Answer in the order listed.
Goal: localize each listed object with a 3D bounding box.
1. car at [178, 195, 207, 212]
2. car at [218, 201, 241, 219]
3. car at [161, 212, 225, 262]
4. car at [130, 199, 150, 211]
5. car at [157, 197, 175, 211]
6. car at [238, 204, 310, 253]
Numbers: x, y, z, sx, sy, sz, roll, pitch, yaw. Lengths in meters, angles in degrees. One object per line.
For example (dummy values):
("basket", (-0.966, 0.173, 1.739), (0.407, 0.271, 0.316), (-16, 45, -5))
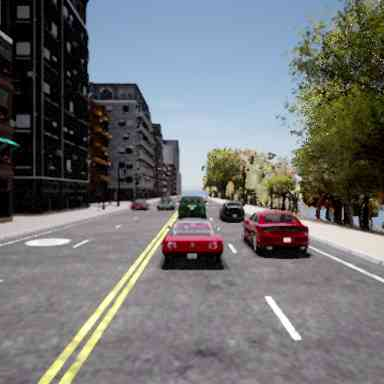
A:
("car", (0.033, 1.267, 26.686), (2.150, 2.045, 5.566), (0, 0, 0))
("car", (3.294, 1.552, 27.805), (1.837, 1.490, 4.892), (0, 0, 0))
("car", (0.036, 1.619, 12.098), (1.895, 1.301, 4.718), (0, 0, 1))
("car", (-6.548, 1.640, 42.250), (1.994, 1.385, 4.181), (0, 0, 0))
("car", (-3.296, 1.427, 42.596), (2.097, 1.767, 4.553), (0, 0, 1))
("car", (3.304, 1.499, 13.916), (1.882, 1.535, 5.008), (0, 0, 0))
